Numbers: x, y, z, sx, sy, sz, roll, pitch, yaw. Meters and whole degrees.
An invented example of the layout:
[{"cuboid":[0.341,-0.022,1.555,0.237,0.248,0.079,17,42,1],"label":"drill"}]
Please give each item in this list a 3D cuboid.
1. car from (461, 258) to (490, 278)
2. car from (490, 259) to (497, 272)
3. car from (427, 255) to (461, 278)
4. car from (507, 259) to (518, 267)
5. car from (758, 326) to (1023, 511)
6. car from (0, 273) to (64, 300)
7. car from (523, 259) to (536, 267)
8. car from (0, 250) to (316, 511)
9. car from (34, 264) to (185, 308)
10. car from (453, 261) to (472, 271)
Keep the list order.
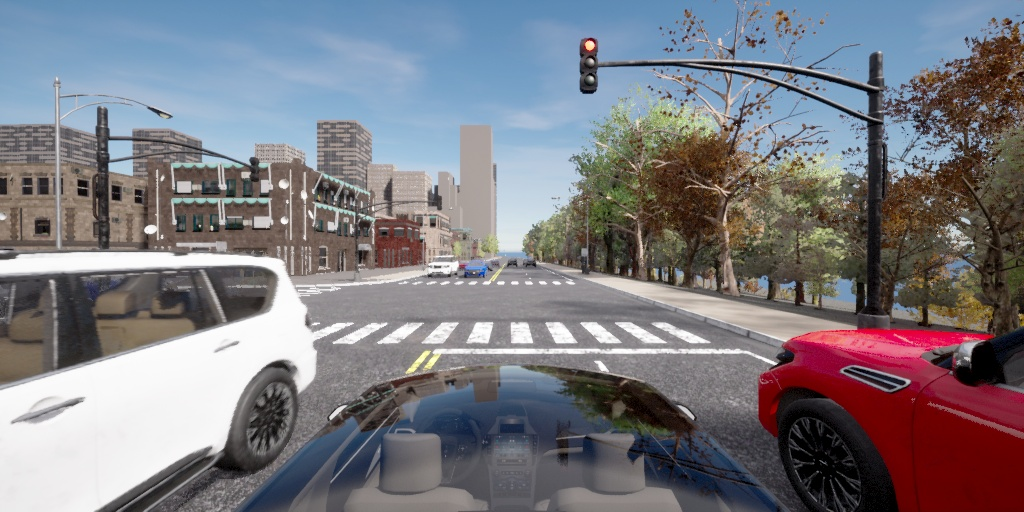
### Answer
[{"cuboid":[-3.377,1.218,33.961,1.882,1.535,5.008,0,0,-1],"label":"car"},{"cuboid":[-3.382,1.282,46.538,2.033,1.411,5.357,0,0,0],"label":"car"},{"cuboid":[-6.601,0.961,34.904,2.150,2.045,5.566,0,0,2],"label":"car"},{"cuboid":[0.060,1.231,64.683,1.837,1.490,4.892,0,0,0],"label":"car"},{"cuboid":[3.347,0.972,0.922,2.150,2.045,5.566,0,0,0],"label":"car"},{"cuboid":[-27.964,1.632,19.536,4.718,1.301,1.895,-1,1,1],"label":"car"},{"cuboid":[3.308,1.231,64.269,1.837,1.490,4.892,0,0,0],"label":"car"},{"cuboid":[-3.354,0.972,1.906,2.150,2.045,5.566,0,0,0],"label":"car"},{"cuboid":[-18.101,1.303,16.314,4.553,1.767,2.097,-1,1,1],"label":"car"},{"cuboid":[-6.631,1.334,48.604,1.895,1.301,4.718,0,0,0],"label":"car"}]
